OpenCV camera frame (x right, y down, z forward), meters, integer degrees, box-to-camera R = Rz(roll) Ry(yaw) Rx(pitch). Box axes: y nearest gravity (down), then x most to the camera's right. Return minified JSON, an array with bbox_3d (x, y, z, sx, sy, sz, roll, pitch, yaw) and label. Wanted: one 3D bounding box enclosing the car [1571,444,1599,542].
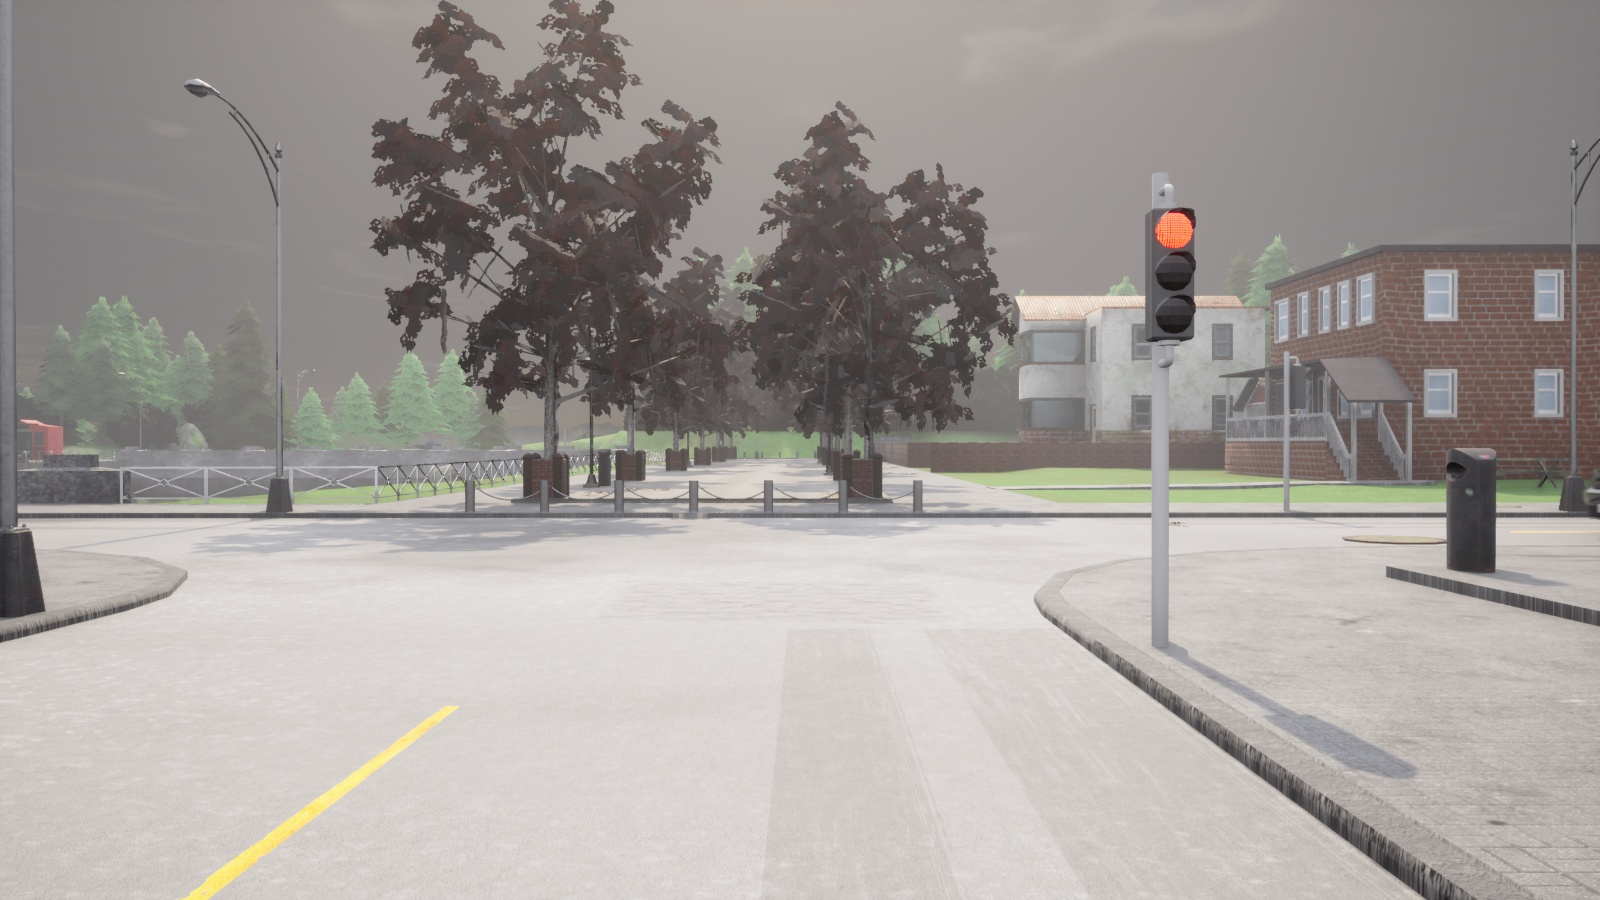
[{"bbox_3d":[14.603,0.657,18.869,4.892,1.490,1.837,0,0,0],"label":"car"}]
